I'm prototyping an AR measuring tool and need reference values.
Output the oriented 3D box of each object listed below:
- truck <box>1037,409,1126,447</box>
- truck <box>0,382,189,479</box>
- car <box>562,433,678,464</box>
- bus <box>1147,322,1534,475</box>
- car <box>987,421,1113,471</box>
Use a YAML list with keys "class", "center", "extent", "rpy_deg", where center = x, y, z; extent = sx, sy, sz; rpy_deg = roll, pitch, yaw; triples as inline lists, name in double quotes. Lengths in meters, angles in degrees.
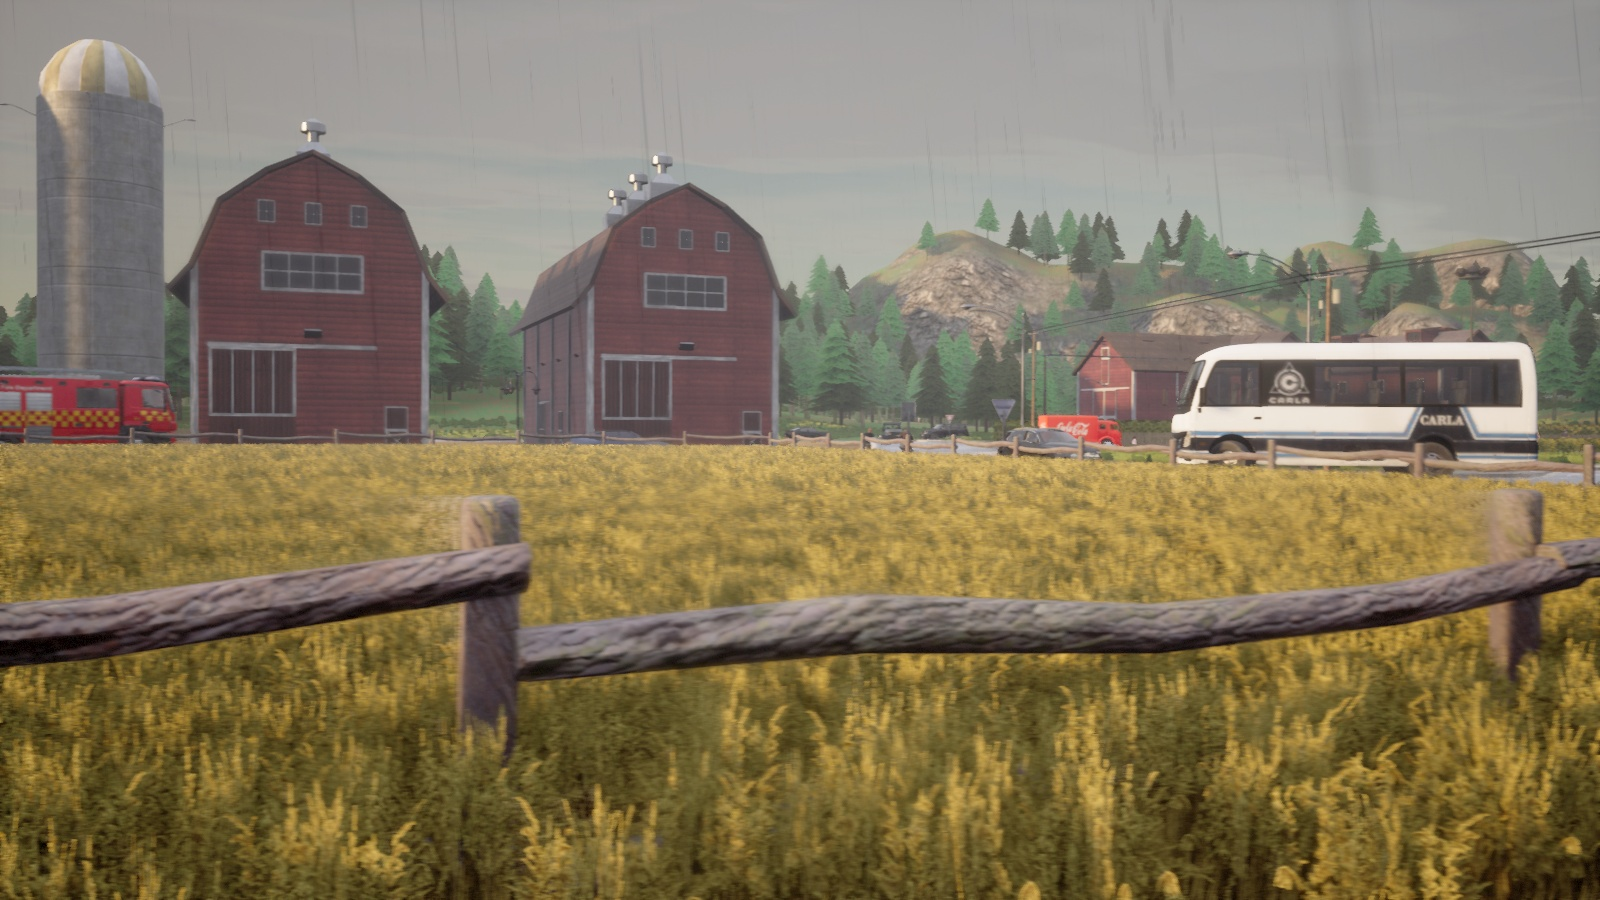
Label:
- class: "truck"
  center: [18.436, -1.430, 82.414]
  extent: [5.204, 2.467, 2.627]
  rpy_deg: [0, 1, -4]
- class: "truck"
  center: [-30.546, -0.835, 52.461]
  extent: [2.891, 3.827, 8.468]
  rpy_deg: [0, 1, 41]
- class: "car"
  center: [-8.926, -0.116, 62.275]
  extent: [5.357, 1.411, 2.033]
  rpy_deg: [-1, 1, -22]
- class: "bus"
  center: [16.170, -1.490, 38.590]
  extent: [10.273, 4.253, 3.944]
  rpy_deg: [-1, 1, 10]
- class: "car"
  center: [8.705, -0.172, 44.163]
  extent: [2.033, 1.649, 4.856]
  rpy_deg: [-1, 1, -21]
